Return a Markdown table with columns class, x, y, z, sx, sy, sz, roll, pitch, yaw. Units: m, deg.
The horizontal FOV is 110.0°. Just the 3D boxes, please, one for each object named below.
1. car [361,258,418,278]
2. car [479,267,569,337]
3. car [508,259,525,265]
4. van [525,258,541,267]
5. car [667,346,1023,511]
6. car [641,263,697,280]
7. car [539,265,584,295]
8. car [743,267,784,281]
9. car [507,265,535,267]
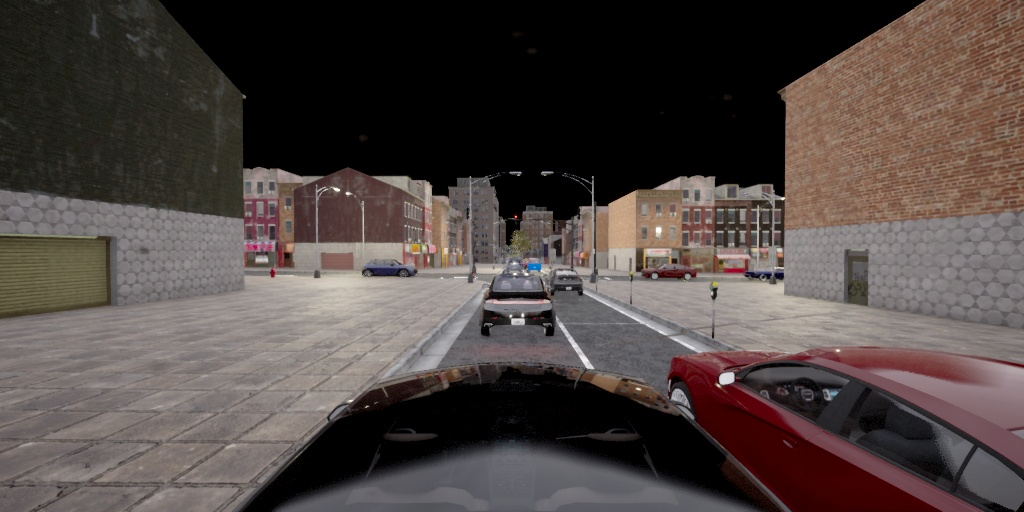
| class | x | y | z | sx | sy | sz | roll | pitch | yaw |
| --- | --- | --- | --- | --- | --- | --- | --- | --- | --- |
| car | -10.613 | 1.041 | 31.381 | 4.553 | 1.767 | 2.097 | 1 | 1 | 0 |
| car | 0.142 | 1.243 | 10.353 | 2.128 | 1.511 | 4.902 | 0 | 0 | 0 |
| car | 0.323 | 1.445 | 48.395 | 1.994 | 1.385 | 4.181 | 0 | 0 | 0 |
| van | 2.861 | 1.210 | 46.217 | 1.690 | 1.789 | 3.998 | 0 | 0 | 0 |
| car | 2.637 | 1.294 | 2.387 | 1.888 | 1.381 | 4.507 | 0 | 0 | 0 |
| car | 14.863 | 1.462 | 34.152 | 5.008 | 1.535 | 1.882 | 1 | 1 | 0 |
| car | 2.723 | 1.316 | 19.263 | 2.007 | 1.370 | 4.403 | 0 | 0 | 0 |
| car | 24.823 | 1.716 | 34.087 | 4.718 | 1.301 | 1.895 | 1 | 1 | 0 |
| car | 0.219 | 1.369 | 20.396 | 1.895 | 1.301 | 4.718 | 0 | 0 | 1 |
